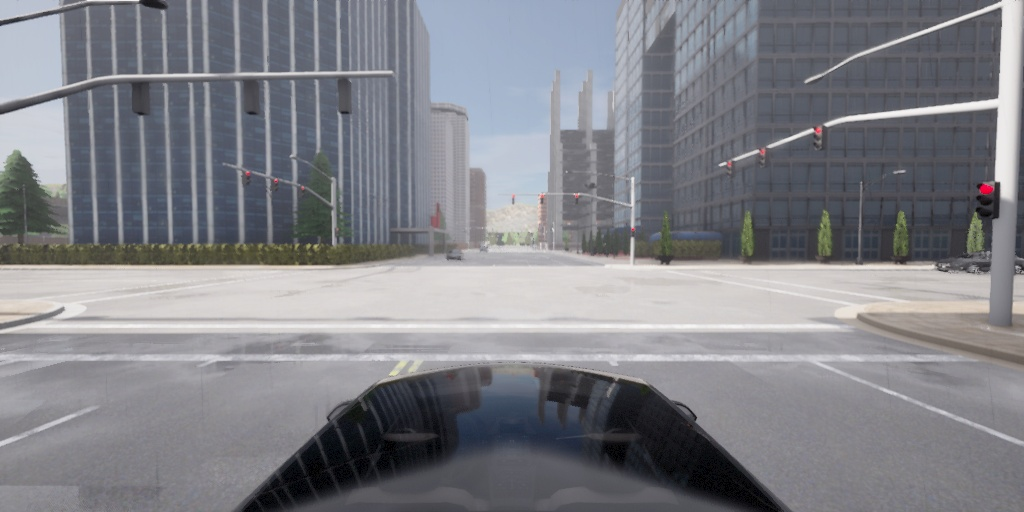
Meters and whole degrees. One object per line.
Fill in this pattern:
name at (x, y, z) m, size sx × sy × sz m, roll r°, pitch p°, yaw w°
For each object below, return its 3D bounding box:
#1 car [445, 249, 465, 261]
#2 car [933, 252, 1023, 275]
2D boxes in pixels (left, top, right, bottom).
car at (-6.998, -0.078, 44.454) m, size 1.837 × 1.490 × 4.892 m, roll 0°, pitch 3°, yaw 0°
car at (32.552, 0.492, 24.984) m, size 4.892 × 1.490 × 1.837 m, roll 0°, pitch 2°, yaw 1°
